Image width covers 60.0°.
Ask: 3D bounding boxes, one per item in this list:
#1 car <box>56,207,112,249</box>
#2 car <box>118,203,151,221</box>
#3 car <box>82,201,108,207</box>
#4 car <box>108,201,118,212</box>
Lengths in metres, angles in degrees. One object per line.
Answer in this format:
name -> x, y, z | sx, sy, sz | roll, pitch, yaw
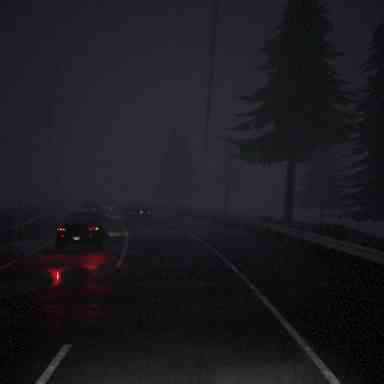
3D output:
car -> -4.856, 1.611, 15.069 | 1.812, 1.442, 4.674 | 0, 0, -10
car -> -4.947, 1.709, 29.324 | 2.033, 1.411, 5.357 | 0, 0, -19
car -> -9.801, 1.728, 32.290 | 2.033, 1.411, 5.357 | 0, 0, -23
car -> -10.790, 1.835, 42.160 | 1.895, 1.301, 4.718 | 0, 0, -28
